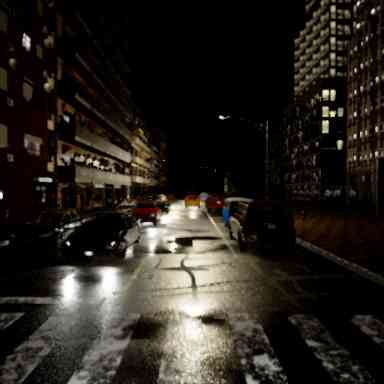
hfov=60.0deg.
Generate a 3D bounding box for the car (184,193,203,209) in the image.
[{"bbox_3d":[0.087,1.277,42.600,1.882,1.535,5.008,0,0,0],"label":"car"}]

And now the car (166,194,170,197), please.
[{"bbox_3d":[-5.716,1.225,63.153,1.752,1.417,4.829,0,0,0],"label":"car"}]

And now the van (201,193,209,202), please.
[{"bbox_3d":[2.661,1.059,68.852,1.690,1.788,3.998,0,0,0],"label":"van"}]

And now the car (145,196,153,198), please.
[{"bbox_3d":[-5.704,1.345,35.689,1.887,1.381,4.507,0,0,0],"label":"car"}]

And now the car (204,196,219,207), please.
[{"bbox_3d":[2.671,1.340,46.747,1.887,1.381,4.507,0,0,0],"label":"car"}]

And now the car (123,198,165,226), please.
[{"bbox_3d":[-3.106,1.391,22.555,1.812,1.442,4.674,0,0,0],"label":"car"}]

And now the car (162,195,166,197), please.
[{"bbox_3d":[-5.712,1.178,52.270,1.967,1.590,4.097,0,0,0],"label":"car"}]

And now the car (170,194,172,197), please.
[{"bbox_3d":[-5.718,1.225,68.849,1.887,1.381,4.507,0,0,0],"label":"car"}]

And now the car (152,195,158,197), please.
[{"bbox_3d":[-5.707,1.220,41.216,1.967,1.590,4.097,0,0,0],"label":"car"}]

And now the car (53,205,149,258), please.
[{"bbox_3d":[-3.101,1.457,12.678,2.033,1.411,5.357,0,0,0],"label":"car"}]

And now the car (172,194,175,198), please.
[{"bbox_3d":[-5.726,1.177,85.430,1.887,1.381,4.507,0,0,0],"label":"car"}]

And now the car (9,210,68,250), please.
[{"bbox_3d":[-5.694,1.445,13.584,2.008,1.369,4.403,0,0,0],"label":"car"}]

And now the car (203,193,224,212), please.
[{"bbox_3d":[2.676,1.152,35.692,2.192,1.841,5.009,0,0,0],"label":"car"}]

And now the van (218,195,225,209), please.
[{"bbox_3d":[2.683,1.247,19.113,1.690,1.788,3.998,0,0,0],"label":"van"}]

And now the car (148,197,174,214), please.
[{"bbox_3d":[-3.099,1.425,32.552,1.895,1.301,4.718,0,0,0],"label":"car"}]

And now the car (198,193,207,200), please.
[{"bbox_3d":[2.654,1.109,85.432,1.967,1.590,4.097,0,0,0],"label":"car"}]

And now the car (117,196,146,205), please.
[{"bbox_3d":[-5.702,1.373,30.163,2.008,1.369,4.403,0,0,0],"label":"car"}]

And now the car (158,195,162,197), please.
[{"bbox_3d":[-5.709,1.341,46.744,1.802,1.307,4.206,0,0,0],"label":"car"}]

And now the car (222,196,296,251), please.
[{"bbox_3d":[2.685,1.246,13.587,2.192,1.841,5.009,0,0,0],"label":"car"}]
